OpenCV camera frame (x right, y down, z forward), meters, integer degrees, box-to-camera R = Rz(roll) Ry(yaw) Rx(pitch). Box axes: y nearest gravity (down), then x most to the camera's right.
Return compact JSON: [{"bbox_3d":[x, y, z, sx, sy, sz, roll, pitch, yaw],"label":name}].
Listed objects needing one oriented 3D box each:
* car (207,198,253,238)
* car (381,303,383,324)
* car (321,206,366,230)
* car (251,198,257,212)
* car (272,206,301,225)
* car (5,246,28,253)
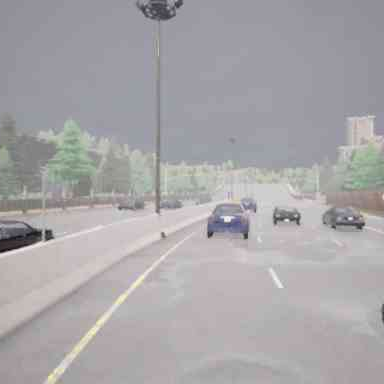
[{"bbox_3d":[2.129,1.400,18.399,2.097,1.767,4.553,0,0,11],"label":"car"},{"bbox_3d":[3.751,1.554,3.154,1.812,1.442,4.674,0,0,2],"label":"car"},{"bbox_3d":[10.002,1.651,22.303,2.033,1.411,5.357,0,0,12],"label":"car"},{"bbox_3d":[6.786,1.472,40.410,2.097,1.767,4.553,0,0,12],"label":"car"},{"bbox_3d":[7.113,1.694,25.446,1.895,1.301,4.718,0,0,12],"label":"car"},{"bbox_3d":[-6.409,1.583,10.406,1.895,1.301,4.718,0,0,7],"label":"car"}]
